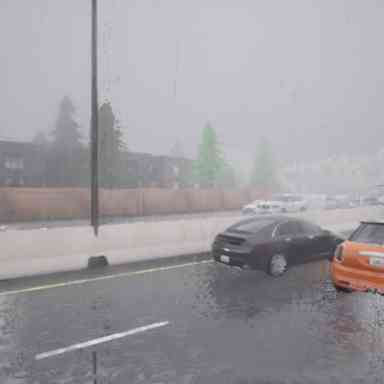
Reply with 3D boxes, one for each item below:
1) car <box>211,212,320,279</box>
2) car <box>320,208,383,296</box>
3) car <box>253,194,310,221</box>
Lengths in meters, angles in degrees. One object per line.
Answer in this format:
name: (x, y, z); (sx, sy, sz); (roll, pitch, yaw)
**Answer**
car: (2.805, 1.483, 10.094); (4.892, 1.490, 1.837); (0, 0, -36)
car: (5.216, 1.328, 7.535); (4.553, 1.767, 2.097); (0, 0, -37)
car: (7.682, 1.162, 28.076); (5.566, 2.045, 2.150); (0, 0, -45)
